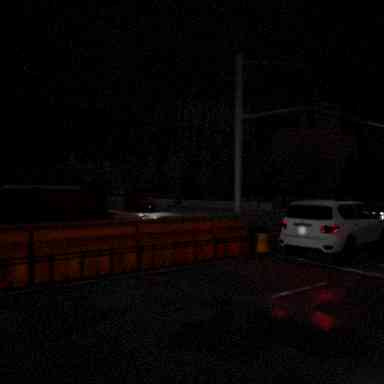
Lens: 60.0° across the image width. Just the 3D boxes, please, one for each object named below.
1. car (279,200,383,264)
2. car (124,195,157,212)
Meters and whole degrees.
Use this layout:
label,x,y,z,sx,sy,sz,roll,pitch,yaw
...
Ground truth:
label,x,y,z,sx,sy,sz,roll,pitch,yaw
car,5.501,1.308,12.518,5.566,2.045,2.150,0,0,-43
car,-6.396,1.356,40.696,2.150,2.045,5.566,1,0,-34
